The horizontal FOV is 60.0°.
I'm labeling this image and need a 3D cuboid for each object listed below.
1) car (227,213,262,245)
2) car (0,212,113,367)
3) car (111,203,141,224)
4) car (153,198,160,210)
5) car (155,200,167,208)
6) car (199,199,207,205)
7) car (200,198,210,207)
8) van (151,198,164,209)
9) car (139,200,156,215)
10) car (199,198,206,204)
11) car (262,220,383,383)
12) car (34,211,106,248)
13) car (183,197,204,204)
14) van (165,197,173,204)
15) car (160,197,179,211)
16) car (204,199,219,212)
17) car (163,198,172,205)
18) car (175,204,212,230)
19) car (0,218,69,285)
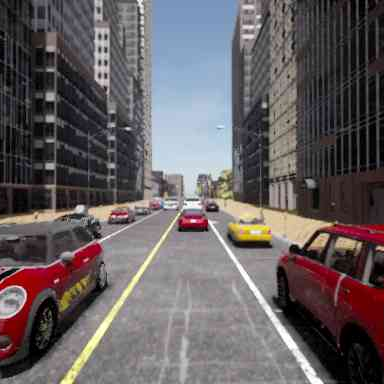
[{"bbox_3d":[2.679,1.687,16.349,1.752,1.417,4.829,0,-1,0],"label":"car"},{"bbox_3d":[-3.106,1.414,6.108,2.097,1.767,4.553,0,-1,0],"label":"car"},{"bbox_3d":[-5.712,1.850,27.567,1.802,1.307,4.206,0,-1,0],"label":"car"},{"bbox_3d":[-5.733,2.025,50.336,1.887,1.381,4.507,0,-1,0],"label":"car"},{"bbox_3d":[-5.744,2.166,61.720,1.802,1.307,4.206,0,-1,0],"label":"car"},{"bbox_3d":[2.621,2.318,78.789,1.802,1.307,4.206,0,-1,0],"label":"car"},{"bbox_3d":[2.633,2.075,67.406,1.967,1.590,4.097,0,-1,0],"label":"car"},{"bbox_3d":[-5.738,1.873,56.031,1.690,1.788,3.998,0,-1,0],"label":"van"},{"bbox_3d":[-5.723,1.926,38.952,2.008,1.369,4.403,0,-1,0],"label":"car"},{"bbox_3d":[2.616,2.313,84.652,1.752,1.417,4.829,0,-1,0],"label":"car"},{"bbox_3d":[2.690,1.364,4.799,2.192,1.841,5.009,0,-1,0],"label":"car"},{"bbox_3d":[-5.702,1.726,16.185,1.947,1.339,4.313,0,-1,0],"label":"car"},{"bbox_3d":[0.063,1.610,40.759,2.150,2.045,5.566,0,-1,0],"label":"car"},{"bbox_3d":[-5.763,2.127,84.490,1.690,1.788,3.998,0,-1,0],"label":"van"},{"bbox_3d":[-3.045,1.745,49.172,2.150,2.045,5.566,0,-1,0],"label":"car"},{"bbox_3d":[2.653,1.994,44.639,1.947,1.339,4.313,0,-1,0],"label":"car"},{"bbox_3d":[-5.759,2.176,78.797,1.967,1.590,4.097,0,-1,0],"label":"car"},{"bbox_3d":[0.078,1.786,22.691,1.994,1.385,4.181,0,-1,0],"label":"car"},{"bbox_3d":[-5.697,1.656,10.492,2.008,1.369,4.403,0,-1,0],"label":"car"}]
